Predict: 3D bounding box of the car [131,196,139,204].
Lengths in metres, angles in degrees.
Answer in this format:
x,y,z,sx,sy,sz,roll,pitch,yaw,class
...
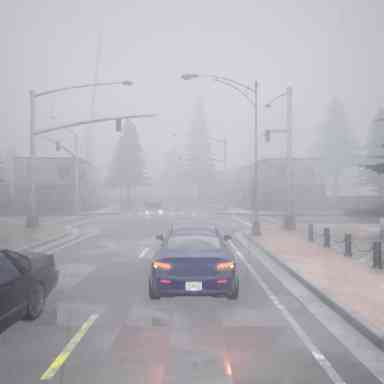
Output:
x,y,z,sx,sy,sz,roll,pitch,yaw,class
-11.160,1.465,65.307,1.837,1.490,4.892,0,0,-26,car

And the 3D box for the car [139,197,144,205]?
x,y,z,sx,sy,sz,roll,pitch,yaw,class
-6.675,1.312,52.996,2.097,1.767,4.553,0,0,-15,car

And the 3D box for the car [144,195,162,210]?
x,y,z,sx,sy,sz,roll,pitch,yaw,class
-4.927,1.439,43.109,1.882,1.535,5.008,0,0,-6,car

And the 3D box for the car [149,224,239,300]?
x,y,z,sx,sy,sz,roll,pitch,yaw,class
0.042,1.525,8.280,1.812,1.442,4.674,0,0,0,car

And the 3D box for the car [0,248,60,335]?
x,y,z,sx,sy,sz,roll,pitch,yaw,class
-3.612,1.547,4.529,2.033,1.411,5.357,0,0,0,car

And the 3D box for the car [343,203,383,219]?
x,y,z,sx,sy,sz,roll,pitch,yaw,class
15.450,1.582,28.152,4.718,1.301,1.895,0,0,2,car
